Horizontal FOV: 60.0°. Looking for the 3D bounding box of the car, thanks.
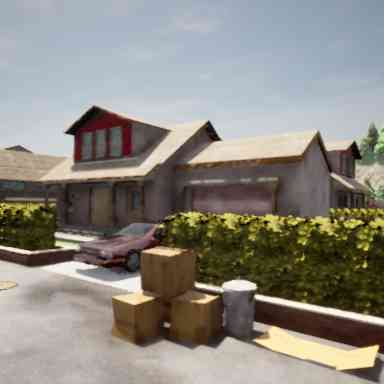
[{"bbox_3d":[-1.289,1.734,11.575,2.033,1.415,5.357,-1,-3,40],"label":"car"}]
